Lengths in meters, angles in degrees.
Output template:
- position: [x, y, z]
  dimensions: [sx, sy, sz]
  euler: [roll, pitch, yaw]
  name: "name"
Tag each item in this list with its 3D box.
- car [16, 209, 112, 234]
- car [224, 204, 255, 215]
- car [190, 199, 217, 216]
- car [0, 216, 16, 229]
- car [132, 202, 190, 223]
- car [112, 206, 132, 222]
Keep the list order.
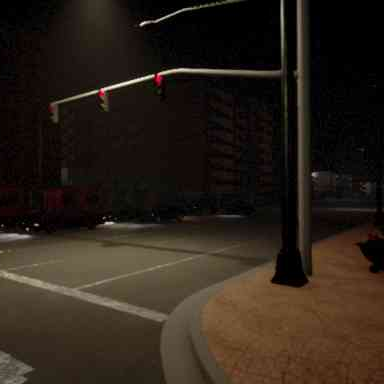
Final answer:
- position: [-8.198, 1.832, 21.838]
  dimensions: [2.033, 1.411, 5.357]
  euler: [-1, -1, 35]
  name: "car"
- position: [6.143, 2.172, 42.218]
  dimensions: [2.033, 1.411, 5.357]
  euler: [-1, -1, 35]
  name: "car"
- position: [0.988, 1.821, 40.994]
  dimensions: [2.150, 2.045, 5.566]
  euler: [-1, -2, 35]
  name: "car"
- position: [-11.152, 1.912, 23.715]
  dimensions: [1.895, 1.301, 4.718]
  euler: [-1, -1, 35]
  name: "car"
- position: [-2.639, 1.878, 29.745]
  dimensions: [1.882, 1.535, 5.008]
  euler: [-1, -1, 35]
  name: "car"
- position: [-6.087, 1.981, 30.929]
  dimensions: [1.994, 1.385, 4.181]
  euler: [-1, -1, 35]
  name: "car"
